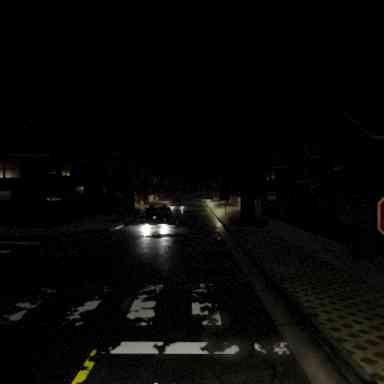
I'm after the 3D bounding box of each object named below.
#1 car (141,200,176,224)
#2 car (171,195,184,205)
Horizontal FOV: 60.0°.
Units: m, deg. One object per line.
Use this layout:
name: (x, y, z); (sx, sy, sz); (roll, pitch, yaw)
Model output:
car: (-2.535, 1.548, 24.707); (1.994, 1.385, 4.181); (0, 0, 1)
car: (-2.267, 1.257, 53.331); (1.837, 1.490, 4.892); (0, 0, 1)
